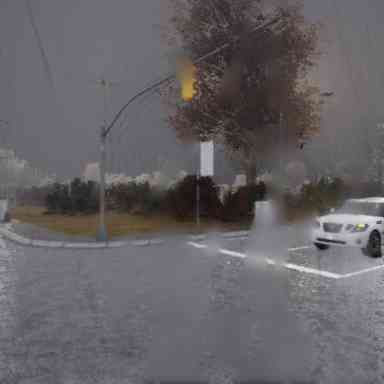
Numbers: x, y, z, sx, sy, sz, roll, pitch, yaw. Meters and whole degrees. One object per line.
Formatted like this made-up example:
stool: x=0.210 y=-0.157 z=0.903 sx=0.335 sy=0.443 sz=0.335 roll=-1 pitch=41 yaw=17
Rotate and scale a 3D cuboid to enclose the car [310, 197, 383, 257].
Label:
car: x=7.149 y=1.249 z=13.381 sx=5.566 sy=2.045 sz=2.150 roll=0 pitch=0 yaw=-35
